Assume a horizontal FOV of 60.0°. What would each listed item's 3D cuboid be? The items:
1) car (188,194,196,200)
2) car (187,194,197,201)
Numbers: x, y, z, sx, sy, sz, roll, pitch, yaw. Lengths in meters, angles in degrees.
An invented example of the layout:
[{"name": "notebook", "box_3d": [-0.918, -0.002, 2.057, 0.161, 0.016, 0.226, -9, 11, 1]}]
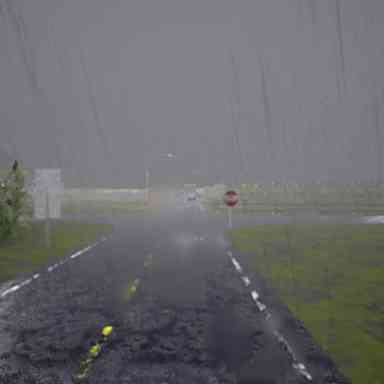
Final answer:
[{"name": "car", "box_3d": [-0.018, 1.229, 86.103, 1.994, 1.385, 4.181, 0, 0, 0]}, {"name": "car", "box_3d": [-0.016, 1.217, 76.036, 2.097, 1.767, 4.553, 0, 0, 0]}]
